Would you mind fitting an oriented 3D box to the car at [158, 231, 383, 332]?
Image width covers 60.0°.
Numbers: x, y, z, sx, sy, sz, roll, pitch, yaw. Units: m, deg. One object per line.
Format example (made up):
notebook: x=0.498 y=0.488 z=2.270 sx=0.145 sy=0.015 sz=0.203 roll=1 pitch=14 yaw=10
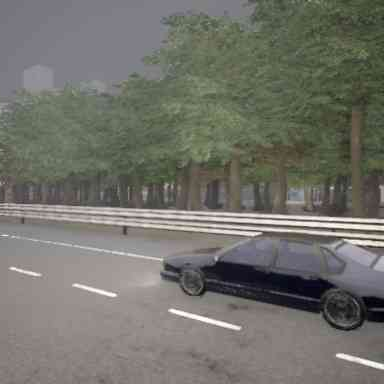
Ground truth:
car: x=1.846 y=1.548 z=6.851 sx=5.357 sy=1.411 sz=2.033 roll=0 pitch=0 yaw=36
